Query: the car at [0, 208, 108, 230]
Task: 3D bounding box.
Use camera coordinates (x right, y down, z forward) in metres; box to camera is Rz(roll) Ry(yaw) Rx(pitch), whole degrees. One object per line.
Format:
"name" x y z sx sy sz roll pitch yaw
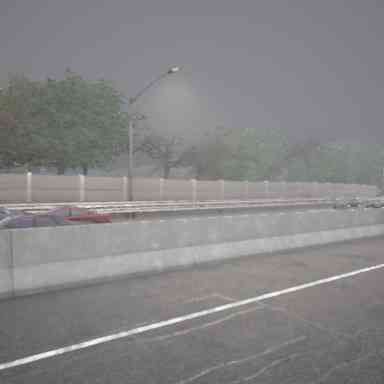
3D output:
"car" -6.192 1.544 12.470 5.357 1.411 2.033 0 0 -35

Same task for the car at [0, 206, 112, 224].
"car" -6.539 1.472 16.518 5.008 1.535 1.882 0 0 -35

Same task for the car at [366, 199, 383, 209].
"car" 23.995 1.536 42.317 4.181 1.385 1.994 0 0 -35

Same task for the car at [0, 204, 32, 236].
"car" -11.273 1.489 17.443 4.902 1.511 2.128 0 0 -35

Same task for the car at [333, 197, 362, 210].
"car" 20.132 1.475 43.027 4.892 1.490 1.837 0 0 -38
